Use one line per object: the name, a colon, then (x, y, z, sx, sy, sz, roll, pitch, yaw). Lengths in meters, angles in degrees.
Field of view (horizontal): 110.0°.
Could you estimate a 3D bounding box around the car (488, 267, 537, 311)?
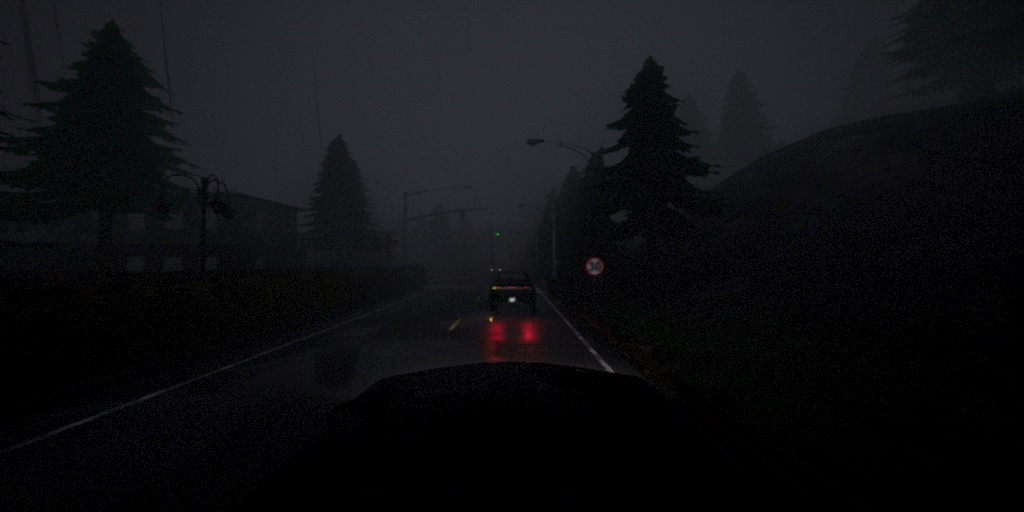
car: (0.023, 1.391, 15.344, 2.128, 1.511, 4.902, 0, 0, 0)
